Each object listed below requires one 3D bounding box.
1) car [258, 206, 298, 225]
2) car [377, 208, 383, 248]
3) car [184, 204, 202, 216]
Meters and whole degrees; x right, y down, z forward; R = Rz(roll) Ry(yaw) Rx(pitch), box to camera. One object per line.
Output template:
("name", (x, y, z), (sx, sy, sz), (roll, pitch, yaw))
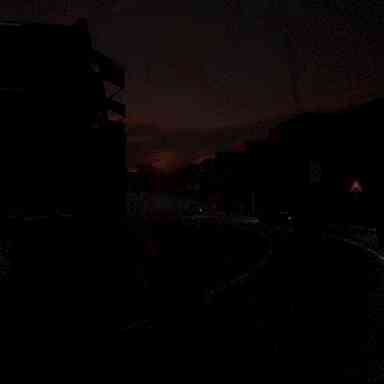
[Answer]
("car", (7.205, 1.930, 28.377), (2.128, 1.511, 4.902), (-1, -2, -10))
("car", (7.841, 1.128, 11.053), (2.150, 2.045, 5.566), (-1, 0, 19))
("car", (0.110, 2.576, 48.896), (2.097, 1.767, 4.553), (-1, 0, -11))
